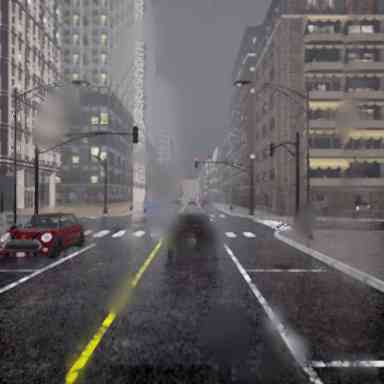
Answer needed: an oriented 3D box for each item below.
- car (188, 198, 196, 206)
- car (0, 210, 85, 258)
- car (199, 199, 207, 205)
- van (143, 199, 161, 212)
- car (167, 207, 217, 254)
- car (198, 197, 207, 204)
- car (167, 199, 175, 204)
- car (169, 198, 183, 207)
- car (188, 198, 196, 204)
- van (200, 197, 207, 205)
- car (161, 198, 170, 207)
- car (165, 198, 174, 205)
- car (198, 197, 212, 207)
[{"bbox_3d":[0.034,2.396,75.051,1.895,1.301,4.718,0,-1,0],"label":"car"},{"bbox_3d":[-5.686,1.578,13.059,1.967,1.590,4.097,0,-1,0],"label":"car"},{"bbox_3d":[2.723,2.463,84.382,2.008,1.369,4.403,0,-1,0],"label":"car"},{"bbox_3d":[-5.673,1.824,45.533,1.690,1.788,3.998,0,-1,0],"label":"van"},{"bbox_3d":[-0.037,1.627,14.209,1.882,1.535,5.008,0,0,-1],"label":"car"},{"bbox_3d":[2.725,2.290,89.935,2.192,1.841,5.009,0,-1,0],"label":"car"},{"bbox_3d":[-5.656,2.499,89.765,1.752,1.417,4.829,0,-1,0],"label":"car"},{"bbox_3d":[-2.979,2.220,66.956,1.837,1.490,4.892,0,-1,0],"label":"car"},{"bbox_3d":[0.036,2.310,85.029,2.033,1.411,5.357,0,-1,0],"label":"car"},{"bbox_3d":[2.720,2.191,78.834,1.690,1.788,3.998,0,-1,0],"label":"van"},{"bbox_3d":[-5.664,2.250,67.563,1.752,1.417,4.829,0,-1,0],"label":"car"},{"bbox_3d":[-5.658,2.353,84.385,1.967,1.590,4.097,0,-1,0],"label":"car"},{"bbox_3d":[2.714,1.981,62.183,2.192,1.841,5.009,0,-1,0],"label":"car"}]
